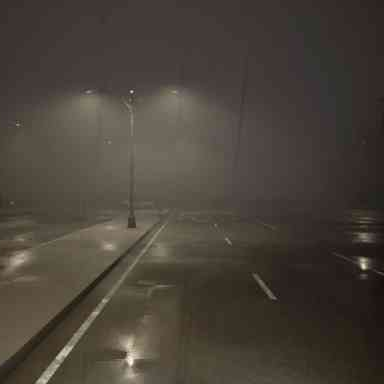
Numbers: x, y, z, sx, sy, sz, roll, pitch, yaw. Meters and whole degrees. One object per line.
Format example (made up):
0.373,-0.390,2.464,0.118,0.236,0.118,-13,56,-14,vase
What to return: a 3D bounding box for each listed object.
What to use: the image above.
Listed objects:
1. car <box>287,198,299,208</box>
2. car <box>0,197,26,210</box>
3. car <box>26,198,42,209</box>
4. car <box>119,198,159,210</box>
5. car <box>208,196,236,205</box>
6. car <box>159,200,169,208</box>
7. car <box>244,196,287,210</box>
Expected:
12.557,1.370,46.425,4.553,1.767,2.097,0,0,0,car
-24.563,1.369,42.821,4.553,1.767,2.097,0,0,0,car
-23.432,1.510,46.324,4.902,1.511,2.128,0,0,0,car
-6.968,1.543,42.884,4.674,1.442,1.812,0,0,0,car
5.143,1.528,57.104,4.892,1.490,1.837,0,0,0,car
-5.293,1.582,46.374,4.181,1.385,1.994,0,0,0,car
9.206,1.494,42.914,5.008,1.535,1.882,0,0,0,car
